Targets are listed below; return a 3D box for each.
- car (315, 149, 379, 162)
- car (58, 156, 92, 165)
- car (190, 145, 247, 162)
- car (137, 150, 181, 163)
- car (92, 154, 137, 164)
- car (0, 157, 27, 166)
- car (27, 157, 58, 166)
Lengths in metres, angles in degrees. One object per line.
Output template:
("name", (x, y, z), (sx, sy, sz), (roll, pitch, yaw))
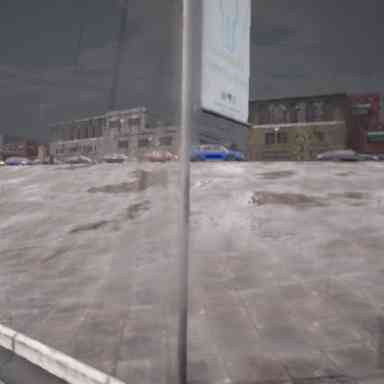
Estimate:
("car", (12.491, -2.707, 26.923), (4.674, 1.452, 2.002), (2, 1, 22))
("car", (-12.702, -3.447, 38.412), (4.674, 1.452, 2.002), (1, 1, 28))
("car", (2.311, -3.357, 31.169), (5.566, 2.045, 2.435), (2, 1, 25))
("car", (-2.790, -3.380, 33.509), (4.553, 1.767, 2.185), (1, 1, 26))
("car", (-7.870, -3.381, 35.953), (4.892, 1.521, 2.231), (1, 1, 27))
("car", (-22.557, -3.827, 43.821), (4.553, 1.767, 2.185), (1, 1, 31))
("car", (-17.565, -3.563, 41.020), (4.792, 1.488, 2.163), (1, 1, 29))
